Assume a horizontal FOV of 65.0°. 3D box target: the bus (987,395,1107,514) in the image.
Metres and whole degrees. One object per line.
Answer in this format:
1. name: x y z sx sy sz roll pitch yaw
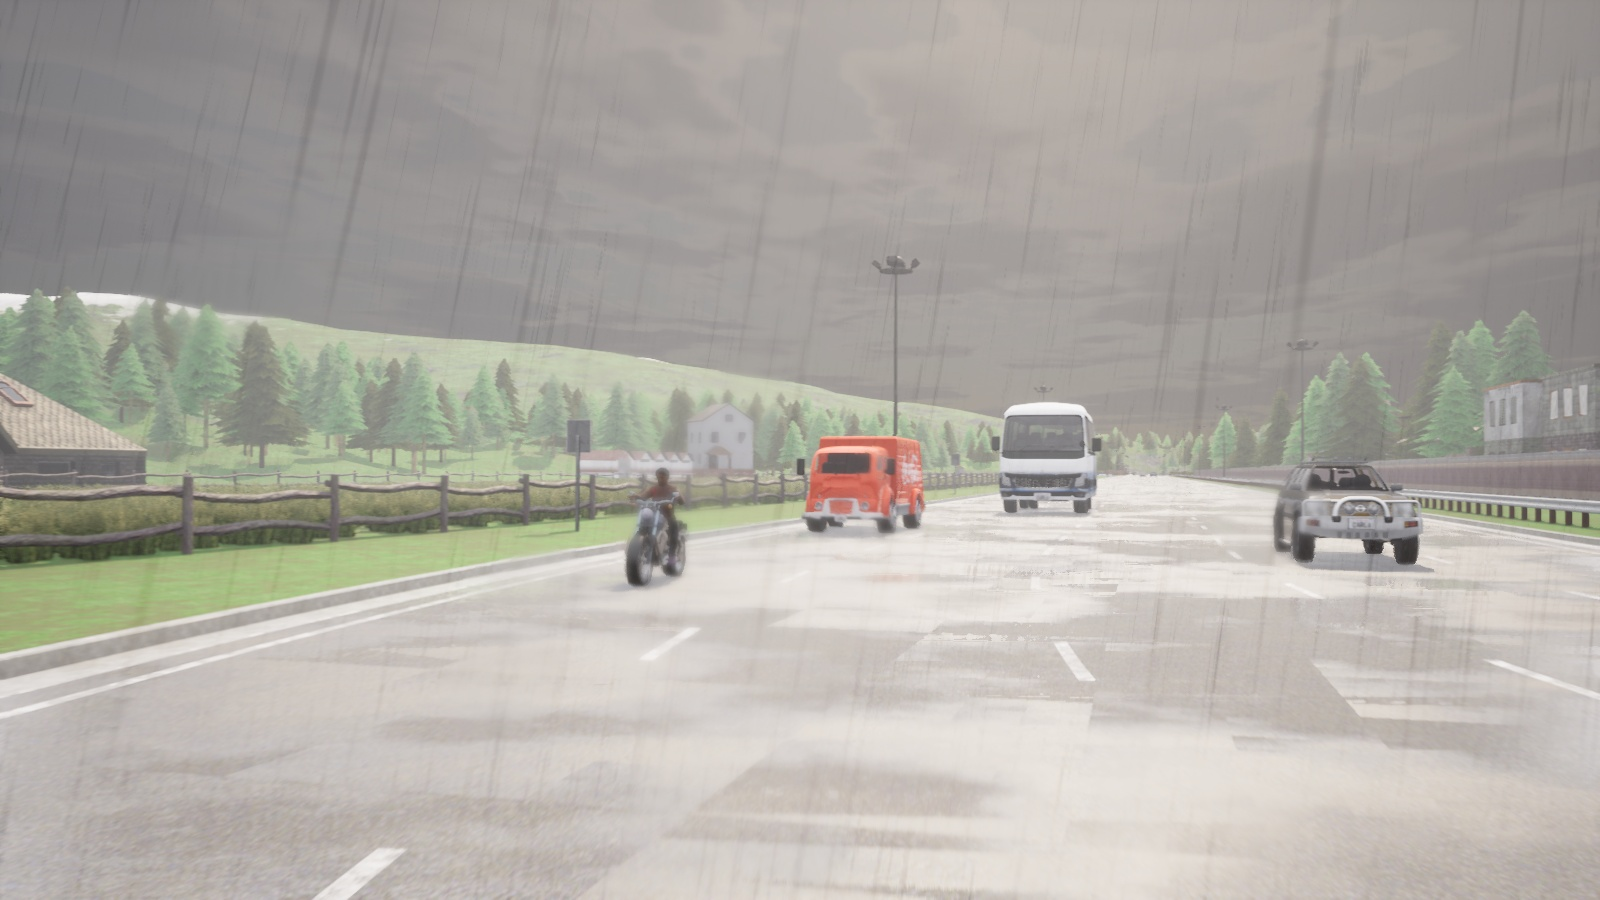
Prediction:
1. bus: 10.099 0.247 50.357 3.944 4.253 10.273 0 -1 15

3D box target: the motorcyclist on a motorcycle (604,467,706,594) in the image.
1. motorcyclist on a motorcycle: -1.986 1.066 17.548 0.766 1.649 2.350 0 -1 10

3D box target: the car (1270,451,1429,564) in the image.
1. car: 9.909 0.982 22.987 1.932 1.855 4.605 0 -1 14

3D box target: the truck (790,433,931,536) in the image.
1. truck: 1.715 0.875 33.001 2.627 2.467 5.204 0 -1 15
